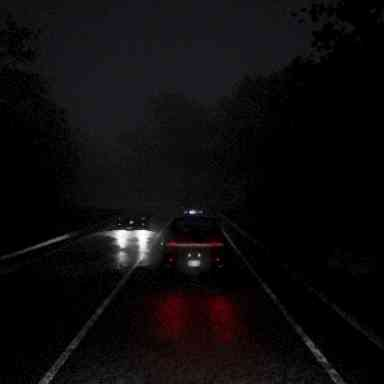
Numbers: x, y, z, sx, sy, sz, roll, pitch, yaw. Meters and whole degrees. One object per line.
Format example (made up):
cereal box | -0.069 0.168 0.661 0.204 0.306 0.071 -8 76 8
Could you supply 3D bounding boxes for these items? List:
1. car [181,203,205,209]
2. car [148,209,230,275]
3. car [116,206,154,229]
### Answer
car | 0.083 1.596 27.842 2.033 1.411 5.357 0 0 0
car | 0.072 1.510 10.459 2.128 1.511 4.902 0 0 0
car | -3.596 1.601 21.664 1.994 1.385 4.181 0 0 0
